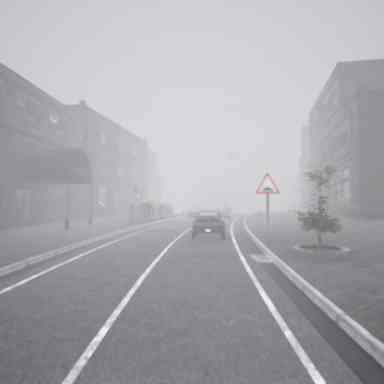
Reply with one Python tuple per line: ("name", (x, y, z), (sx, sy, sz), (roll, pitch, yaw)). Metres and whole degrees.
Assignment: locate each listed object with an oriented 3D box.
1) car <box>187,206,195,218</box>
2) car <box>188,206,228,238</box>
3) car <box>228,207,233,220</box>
("car", (0.741, 2.396, 39.713), (1.882, 1.535, 5.008), (-1, -2, 11))
("car", (1.042, 1.805, 19.615), (1.837, 1.490, 4.892), (0, -2, 5))
("car", (3.578, 2.359, 37.777), (2.033, 1.411, 5.357), (-1, -2, 11))
